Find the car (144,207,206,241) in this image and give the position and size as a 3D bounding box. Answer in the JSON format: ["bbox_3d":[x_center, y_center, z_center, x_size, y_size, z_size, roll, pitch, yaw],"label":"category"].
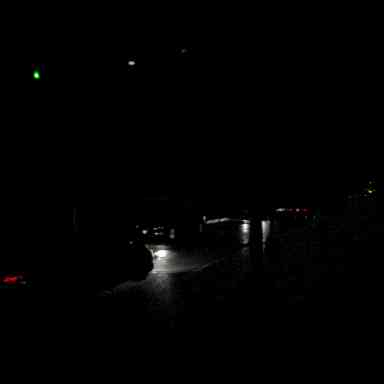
[{"bbox_3d":[-0.978,1.567,17.213,1.837,1.490,4.892,0,0,29],"label":"car"}]

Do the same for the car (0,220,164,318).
[{"bbox_3d":[-2.738,1.603,7.725,1.994,1.385,4.181,-1,1,29],"label":"car"}]

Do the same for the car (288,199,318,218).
[{"bbox_3d":[10.510,1.649,31.376,2.033,1.411,5.357,0,0,29],"label":"car"}]

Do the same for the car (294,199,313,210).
[{"bbox_3d":[15.791,1.711,46.936,1.812,1.442,4.674,0,0,29],"label":"car"}]

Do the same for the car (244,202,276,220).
[{"bbox_3d":[6.253,1.637,30.111,1.812,1.442,4.674,0,0,29],"label":"car"}]
